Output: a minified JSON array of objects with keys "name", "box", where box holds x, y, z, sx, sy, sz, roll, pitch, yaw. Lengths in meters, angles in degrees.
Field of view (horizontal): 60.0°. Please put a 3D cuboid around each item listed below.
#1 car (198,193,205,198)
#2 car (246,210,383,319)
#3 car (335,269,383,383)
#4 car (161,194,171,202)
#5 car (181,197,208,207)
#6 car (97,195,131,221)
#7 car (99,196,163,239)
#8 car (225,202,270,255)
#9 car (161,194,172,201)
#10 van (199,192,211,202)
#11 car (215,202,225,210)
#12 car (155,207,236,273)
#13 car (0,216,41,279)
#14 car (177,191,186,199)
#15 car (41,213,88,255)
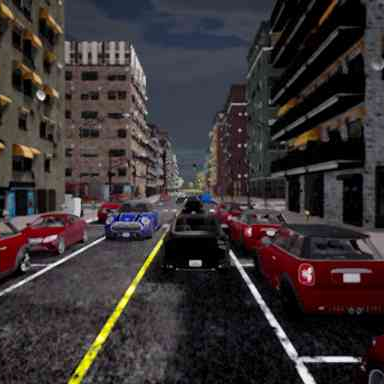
[{"name":"car","box":[2.640,0.909,90.285,1.752,1.417,4.829,0,0,0]},{"name":"car","box":[2.570,1.392,7.287,1.967,1.590,4.097,0,0,0]},{"name":"car","box":[2.566,1.570,1.694,1.802,1.307,4.206,0,0,0]},{"name":"car","box":[-5.231,1.165,62.281,1.802,1.307,4.206,0,0,0]},{"name":"car","box":[0.112,1.350,26.783,1.812,1.442,4.674,0,0,0]},{"name":"car","box":[-5.296,1.157,24.076,2.192,1.841,5.009,0,0,0]},{"name":"car","box":[-2.829,1.243,16.567,2.097,1.767,4.553,0,0,0]},{"name":"car","box":[2.575,1.356,12.882,1.967,1.590,4.097,0,0,0]},{"name":"car","box":[-5.226,1.088,67.869,1.887,1.381,4.507,0,0,0]},{"name":"van","box":[2.616,0.925,62.111,1.690,1.788,3.998,0,0,0]},{"name":"car","box":[2.580,1.319,18.476,1.967,1.590,4.097,0,0,0]},{"name":"car","box":[0.096,1.438,10.436,1.837,1.490,4.892,0,1,0]},{"name":"car","box":[-5.310,1.392,7.294,1.967,1.590,4.097,0,0,0]},{"name":"car","box":[-2.680,0.652,84.240,2.150,2.045,5.566,0,0,0]},{"name":"car","box":[-5.305,1.497,12.889,1.802,1.307,4.206,0,0,0]}]
